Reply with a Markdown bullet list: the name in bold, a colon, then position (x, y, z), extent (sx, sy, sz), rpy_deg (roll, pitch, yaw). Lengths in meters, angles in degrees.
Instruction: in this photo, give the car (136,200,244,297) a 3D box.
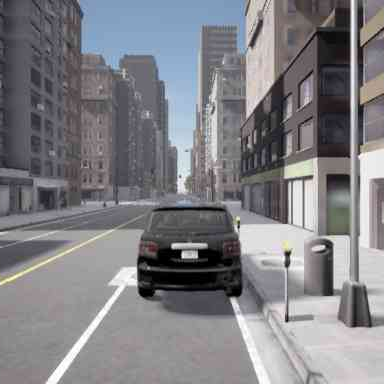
- **car**: position (-0.039, 1.219, 8.680), extent (2.150, 2.045, 5.566), rpy_deg (0, 0, 0)
